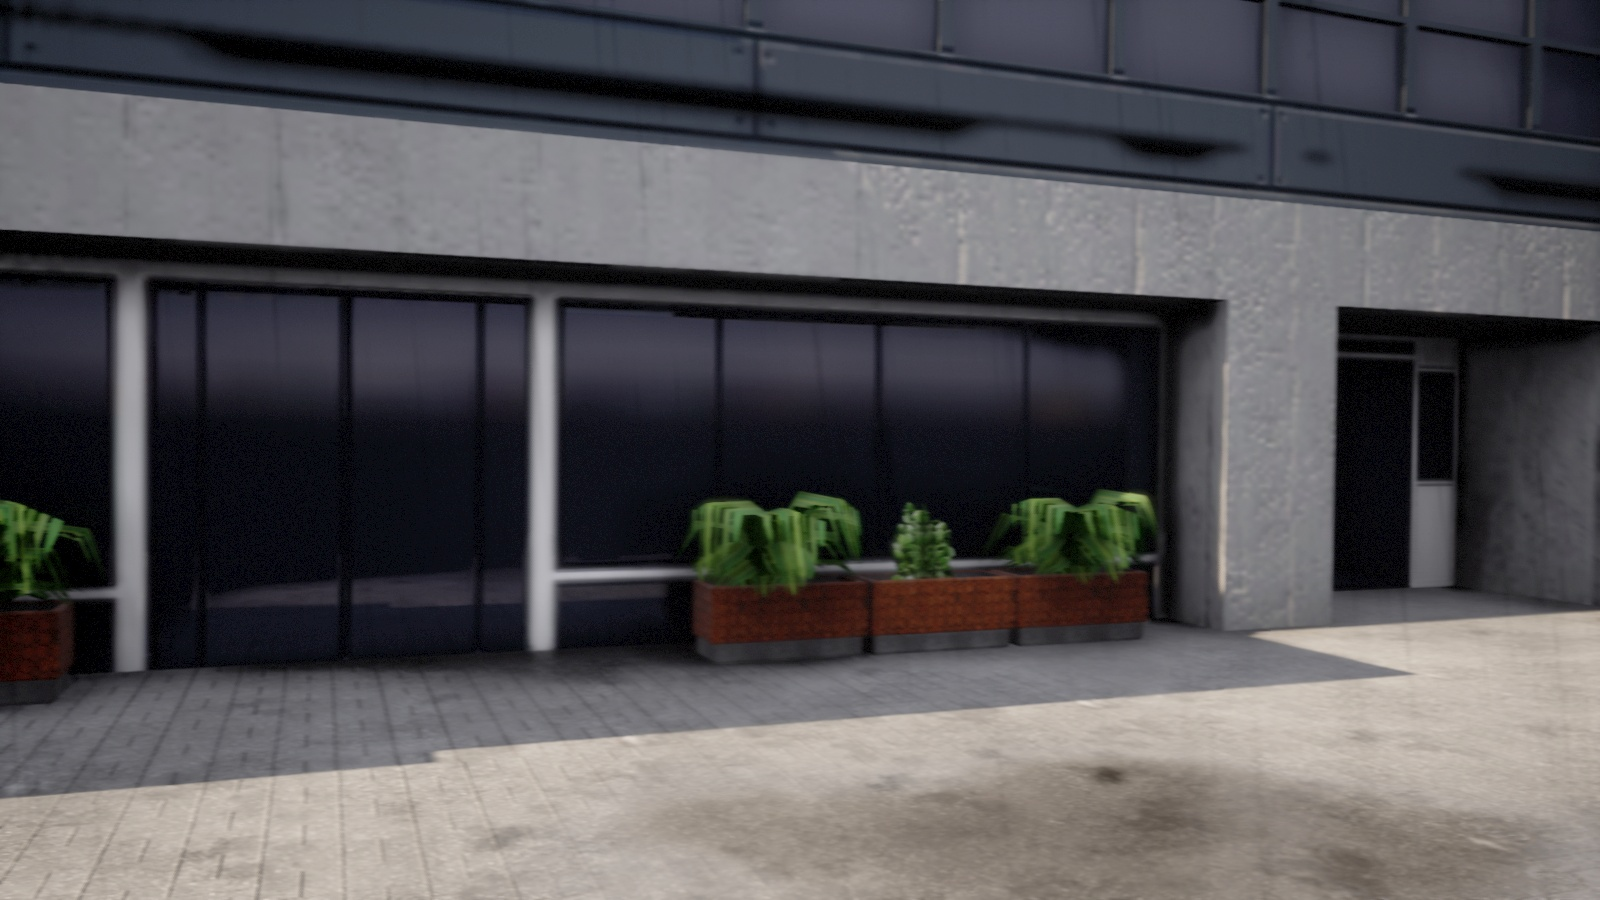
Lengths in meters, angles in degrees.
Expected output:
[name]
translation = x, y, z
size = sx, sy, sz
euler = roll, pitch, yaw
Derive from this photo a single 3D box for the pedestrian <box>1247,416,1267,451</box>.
[pedestrian]
translation = 26.115, -0.949, 71.808
size = 0.659, 1.952, 0.873
euler = -1, 1, -22
